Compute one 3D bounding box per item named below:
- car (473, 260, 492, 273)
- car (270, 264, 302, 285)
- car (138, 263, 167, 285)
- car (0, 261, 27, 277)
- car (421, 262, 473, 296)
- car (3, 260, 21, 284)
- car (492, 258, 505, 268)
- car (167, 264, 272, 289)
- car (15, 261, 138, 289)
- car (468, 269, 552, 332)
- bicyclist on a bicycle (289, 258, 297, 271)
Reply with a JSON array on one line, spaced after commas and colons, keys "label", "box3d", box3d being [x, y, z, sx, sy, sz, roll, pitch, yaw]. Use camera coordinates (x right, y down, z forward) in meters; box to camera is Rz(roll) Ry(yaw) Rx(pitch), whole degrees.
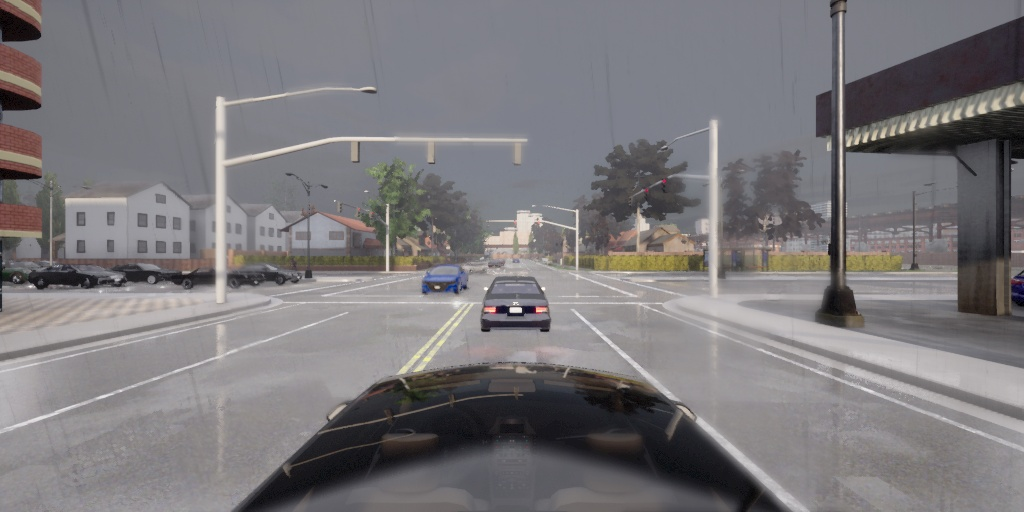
[{"label": "car", "box3d": [-4.588, 1.351, 40.527, 1.895, 1.301, 4.718, 0, 0, 27]}, {"label": "car", "box3d": [-17.707, 1.276, 25.858, 4.674, 1.442, 1.812, 0, 0, 1]}, {"label": "car", "box3d": [-26.769, 1.228, 25.982, 5.008, 1.535, 1.882, 0, 0, 1]}, {"label": "car", "box3d": [-50.280, 1.255, 34.493, 4.892, 1.490, 1.837, 0, 0, 2]}, {"label": "car", "box3d": [-3.554, 1.227, 19.714, 1.882, 1.535, 5.008, 0, 0, 1]}, {"label": "car", "box3d": [-36.054, 1.102, 26.133, 4.553, 1.767, 2.097, 0, 0, 1]}, {"label": "car", "box3d": [-2.772, 1.297, 59.188, 2.033, 1.411, 5.357, 0, 0, 1]}, {"label": "car", "box3d": [-18.092, 1.351, 22.331, 4.718, 1.301, 1.895, 0, 0, 1]}, {"label": "car", "box3d": [-27.124, 1.242, 22.489, 4.902, 1.511, 2.128, 0, 0, 1]}, {"label": "car", "box3d": [0.087, 1.297, 10.812, 2.033, 1.411, 5.357, 0, 0, 0]}, {"label": "bicyclist on a bicycle", "box3d": [-26.522, 1.051, 43.463, 0.582, 1.620, 1.656, 0, 0, 1]}]
